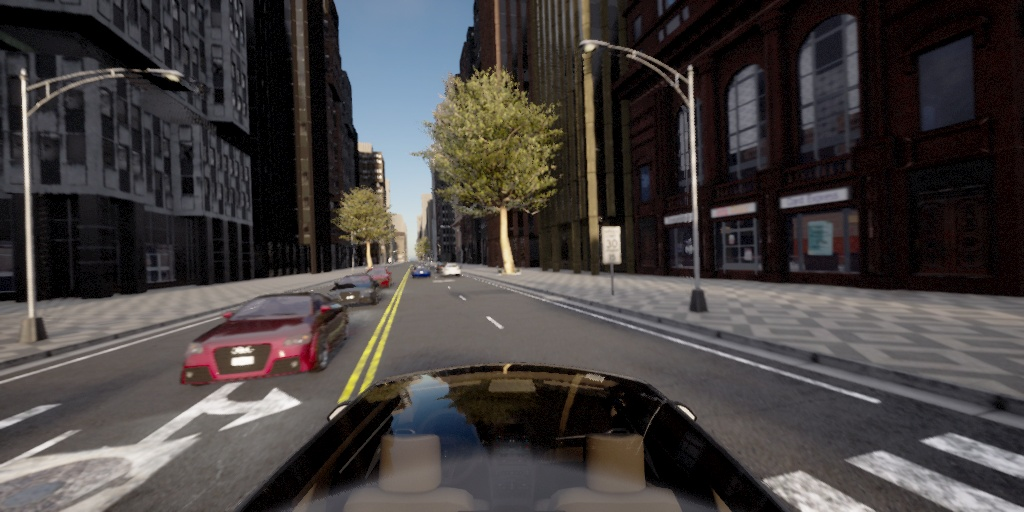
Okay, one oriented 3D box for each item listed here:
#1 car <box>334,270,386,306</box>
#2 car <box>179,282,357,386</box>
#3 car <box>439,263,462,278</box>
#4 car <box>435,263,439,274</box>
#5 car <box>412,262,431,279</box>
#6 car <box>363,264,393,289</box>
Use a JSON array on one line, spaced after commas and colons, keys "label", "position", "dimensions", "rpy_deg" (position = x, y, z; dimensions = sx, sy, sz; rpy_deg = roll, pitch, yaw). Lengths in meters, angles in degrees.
[{"label": "car", "position": [-7.416, 1.604, 17.230], "dimensions": [1.994, 1.385, 4.181], "rpy_deg": [-2, 0, -15]}, {"label": "car", "position": [-4.771, 1.492, 7.580], "dimensions": [1.994, 1.385, 4.181], "rpy_deg": [-2, 0, -15]}, {"label": "car", "position": [-6.786, 1.584, 39.946], "dimensions": [1.812, 1.442, 4.674], "rpy_deg": [-2, 0, -14]}, {"label": "car", "position": [-9.969, 1.702, 51.521], "dimensions": [1.837, 1.490, 4.892], "rpy_deg": [-2, 0, -15]}, {"label": "car", "position": [-10.133, 1.742, 40.099], "dimensions": [1.994, 1.385, 4.181], "rpy_deg": [-2, 0, -15]}, {"label": "car", "position": [-10.090, 1.630, 26.976], "dimensions": [1.882, 1.535, 5.008], "rpy_deg": [-2, 0, -15]}]
